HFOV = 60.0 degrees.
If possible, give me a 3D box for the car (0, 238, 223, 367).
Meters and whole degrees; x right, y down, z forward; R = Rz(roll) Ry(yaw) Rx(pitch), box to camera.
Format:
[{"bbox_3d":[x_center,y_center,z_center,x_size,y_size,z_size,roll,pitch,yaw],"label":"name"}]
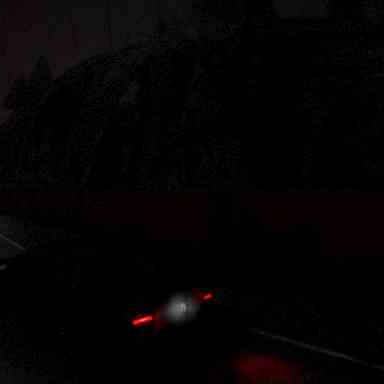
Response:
[{"bbox_3d":[-2.012,1.567,5.987,5.357,1.411,2.033,0,0,42],"label":"car"}]
